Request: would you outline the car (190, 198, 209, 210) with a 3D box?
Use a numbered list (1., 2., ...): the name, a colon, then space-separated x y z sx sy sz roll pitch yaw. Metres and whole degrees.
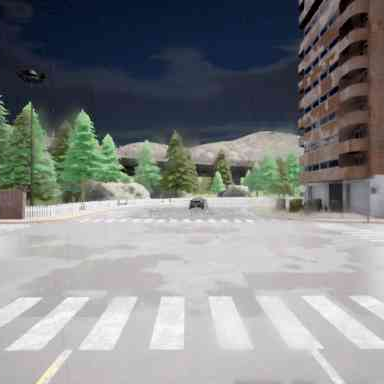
1. car: 0.946 1.502 43.335 1.837 1.490 4.892 -1 0 12
